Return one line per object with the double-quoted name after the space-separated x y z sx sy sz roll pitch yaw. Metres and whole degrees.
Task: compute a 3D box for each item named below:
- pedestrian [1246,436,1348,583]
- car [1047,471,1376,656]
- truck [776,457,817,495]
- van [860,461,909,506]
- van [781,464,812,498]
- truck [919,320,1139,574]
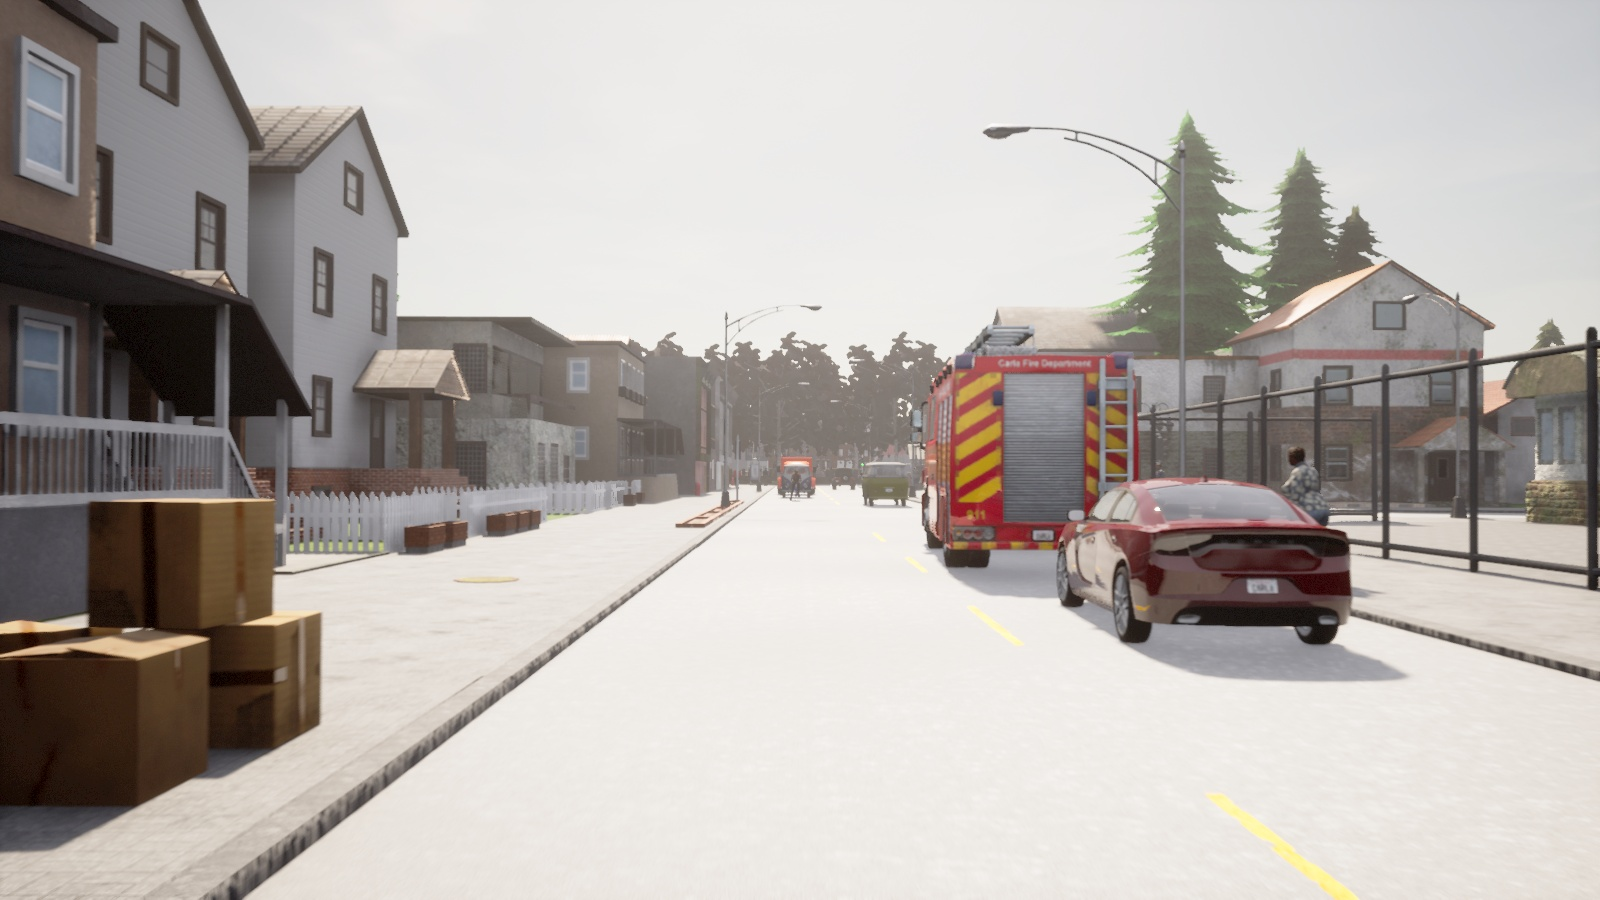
6.550 0.765 16.565 0.874 1.855 0.900 0 -1 -34 "pedestrian"
3.926 0.994 13.001 1.882 1.535 5.008 0 -1 2 "car"
-0.227 1.727 83.525 2.627 2.467 5.204 0 -1 0 "truck"
3.841 1.513 57.444 1.775 1.987 4.442 0 -1 -2 "van"
-0.200 1.810 74.212 1.775 1.987 4.442 0 -1 0 "van"
3.855 0.023 23.241 2.891 3.827 8.468 0 -1 3 "truck"
